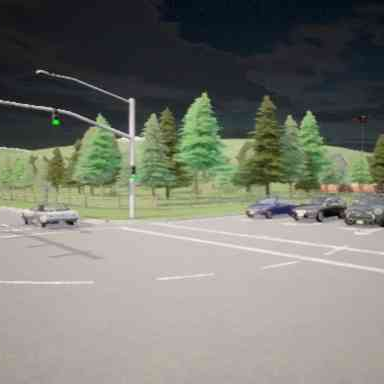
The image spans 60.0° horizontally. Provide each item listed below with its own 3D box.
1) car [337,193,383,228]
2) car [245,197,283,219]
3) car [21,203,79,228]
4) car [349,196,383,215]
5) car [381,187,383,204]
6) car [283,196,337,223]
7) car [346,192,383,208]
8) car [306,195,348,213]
[{"bbox_3d":[10.645,0.999,19.330,4.553,1.767,2.097,-1,1,-42],"label":"car"},{"bbox_3d":[5.879,1.117,24.461,4.674,1.442,1.812,-1,1,-42],"label":"car"},{"bbox_3d":[-8.632,1.332,19.900,1.895,1.301,4.718,-1,1,-43],"label":"car"},{"bbox_3d":[15.338,1.088,28.314,4.718,1.301,1.895,-1,1,-42],"label":"car"},{"bbox_3d":[26.937,0.420,43.471,5.566,2.045,2.150,-1,1,-42],"label":"car"},{"bbox_3d":[8.472,1.107,22.087,4.902,1.511,2.128,-1,1,-42],"label":"car"},{"bbox_3d":[18.960,0.838,36.309,4.902,1.511,2.128,-1,1,-42],"label":"car"},{"bbox_3d":[12.358,1.034,30.335,4.181,1.385,1.994,-1,1,-42],"label":"car"}]
